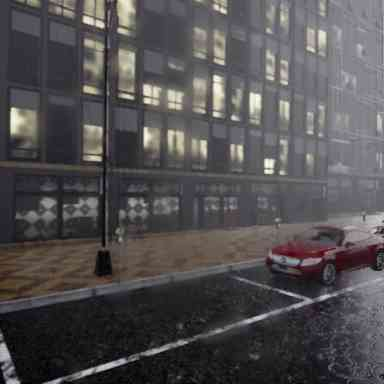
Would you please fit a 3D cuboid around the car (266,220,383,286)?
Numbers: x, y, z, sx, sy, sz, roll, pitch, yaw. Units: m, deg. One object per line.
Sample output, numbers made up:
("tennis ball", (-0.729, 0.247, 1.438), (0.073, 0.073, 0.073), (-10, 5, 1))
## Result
("car", (3.940, 1.602, 9.400), (4.206, 1.307, 1.802), (0, 1, -36))
